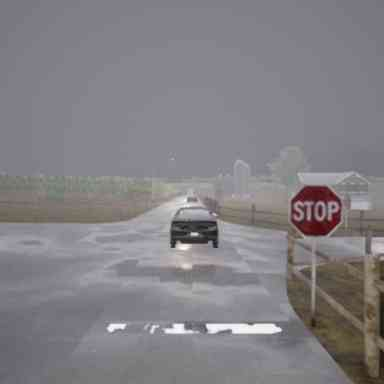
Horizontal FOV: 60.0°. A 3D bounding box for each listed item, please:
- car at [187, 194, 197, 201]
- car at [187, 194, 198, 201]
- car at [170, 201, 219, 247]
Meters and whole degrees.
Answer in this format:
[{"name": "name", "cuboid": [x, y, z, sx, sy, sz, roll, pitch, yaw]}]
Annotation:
[{"name": "car", "cuboid": [-0.061, 1.206, 72.550, 2.128, 1.511, 4.902, 0, 0, 0]}, {"name": "car", "cuboid": [0.046, 1.213, 60.581, 1.882, 1.535, 5.008, 0, 0, 0]}, {"name": "car", "cuboid": [0.087, 1.390, 14.640, 1.882, 1.535, 5.008, 0, 0, 0]}]
